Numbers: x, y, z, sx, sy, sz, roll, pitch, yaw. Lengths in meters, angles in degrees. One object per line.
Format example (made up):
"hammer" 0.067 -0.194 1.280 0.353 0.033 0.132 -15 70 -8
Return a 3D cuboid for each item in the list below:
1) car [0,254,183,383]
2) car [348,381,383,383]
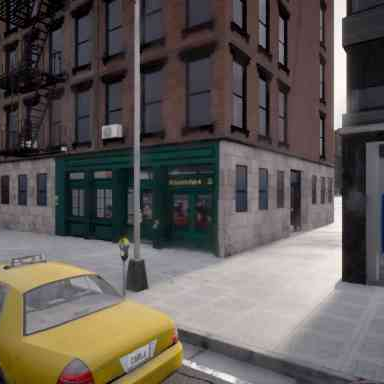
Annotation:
"car" -2.384 1.525 4.507 4.829 1.417 1.752 0 0 35
"car" 2.381 1.582 1.109 4.206 1.307 1.802 0 0 35
